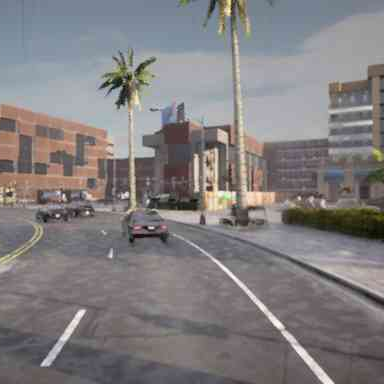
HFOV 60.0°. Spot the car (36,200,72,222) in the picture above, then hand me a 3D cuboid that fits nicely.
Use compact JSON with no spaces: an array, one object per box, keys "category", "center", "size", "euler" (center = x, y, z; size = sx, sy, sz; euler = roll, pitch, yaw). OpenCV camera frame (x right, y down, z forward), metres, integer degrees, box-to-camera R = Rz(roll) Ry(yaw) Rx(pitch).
[{"category":"car","center":[-11.715,1.686,27.747],"size":[1.812,1.442,4.674],"euler":[0,-1,-34]}]

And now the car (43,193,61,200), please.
[{"category":"car","center":[-28.988,1.642,67.033],"size":[4.553,1.767,2.185],"euler":[0,0,26]}]

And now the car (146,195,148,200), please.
[{"category":"car","center":[-8.931,1.804,69.991],"size":[4.674,1.452,2.002],"euler":[0,0,26]}]

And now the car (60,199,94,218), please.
[{"category":"car","center":[-11.284,1.692,32.878],"size":[1.837,1.490,4.892],"euler":[1,-1,-39]}]

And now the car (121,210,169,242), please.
[{"category":"car","center":[-2.528,1.642,17.010],"size":[2.033,1.411,5.357],"euler":[0,0,-17]}]
